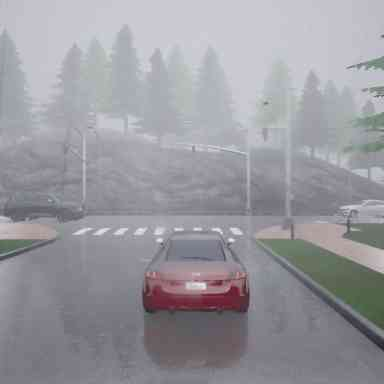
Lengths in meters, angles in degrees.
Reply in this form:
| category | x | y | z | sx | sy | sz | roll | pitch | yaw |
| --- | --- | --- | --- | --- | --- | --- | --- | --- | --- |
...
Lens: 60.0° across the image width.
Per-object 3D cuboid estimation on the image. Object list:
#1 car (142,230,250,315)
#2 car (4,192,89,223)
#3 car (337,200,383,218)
| category | x | y | z | sx | sy | sz | roll | pitch | yaw |
| --- | --- | --- | --- | --- | --- | --- | --- | --- | --- |
| car | 0.084 | 1.564 | 7.648 | 1.994 | 1.385 | 4.181 | 0 | 0 | 0 |
| car | -10.138 | 1.058 | 23.278 | 5.566 | 2.045 | 2.150 | 0 | 0 | 6 |
| car | 14.374 | 1.363 | 27.170 | 4.674 | 1.442 | 1.812 | 0 | 0 | 0 |
